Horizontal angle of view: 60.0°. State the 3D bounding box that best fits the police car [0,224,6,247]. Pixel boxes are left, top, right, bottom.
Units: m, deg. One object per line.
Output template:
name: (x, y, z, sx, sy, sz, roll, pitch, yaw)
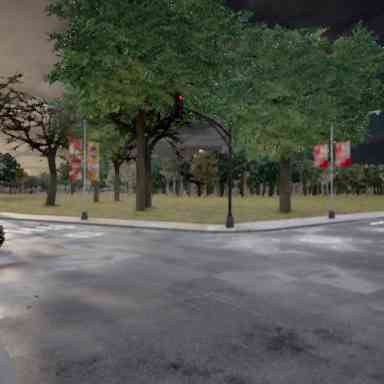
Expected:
police car: (-9.410, 1.375, 13.130, 5.238, 1.638, 1.930, 0, 0, 29)
